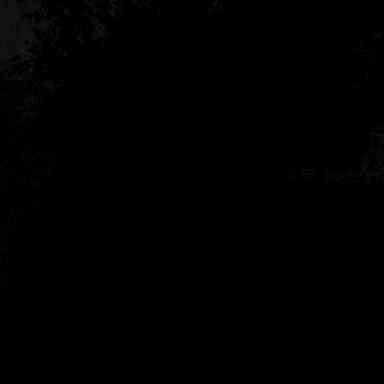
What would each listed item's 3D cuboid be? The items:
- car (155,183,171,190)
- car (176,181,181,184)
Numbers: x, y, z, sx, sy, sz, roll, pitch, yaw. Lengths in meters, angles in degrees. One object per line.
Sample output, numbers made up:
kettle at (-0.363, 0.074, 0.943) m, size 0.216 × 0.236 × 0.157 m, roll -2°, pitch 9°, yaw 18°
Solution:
car at (-4.598, -1.103, 54.944) m, size 1.882 × 1.535 × 5.008 m, roll 0°, pitch 4°, yaw 13°
car at (-1.817, -2.164, 67.851) m, size 2.097 × 1.767 × 4.553 m, roll 0°, pitch 4°, yaw 10°
